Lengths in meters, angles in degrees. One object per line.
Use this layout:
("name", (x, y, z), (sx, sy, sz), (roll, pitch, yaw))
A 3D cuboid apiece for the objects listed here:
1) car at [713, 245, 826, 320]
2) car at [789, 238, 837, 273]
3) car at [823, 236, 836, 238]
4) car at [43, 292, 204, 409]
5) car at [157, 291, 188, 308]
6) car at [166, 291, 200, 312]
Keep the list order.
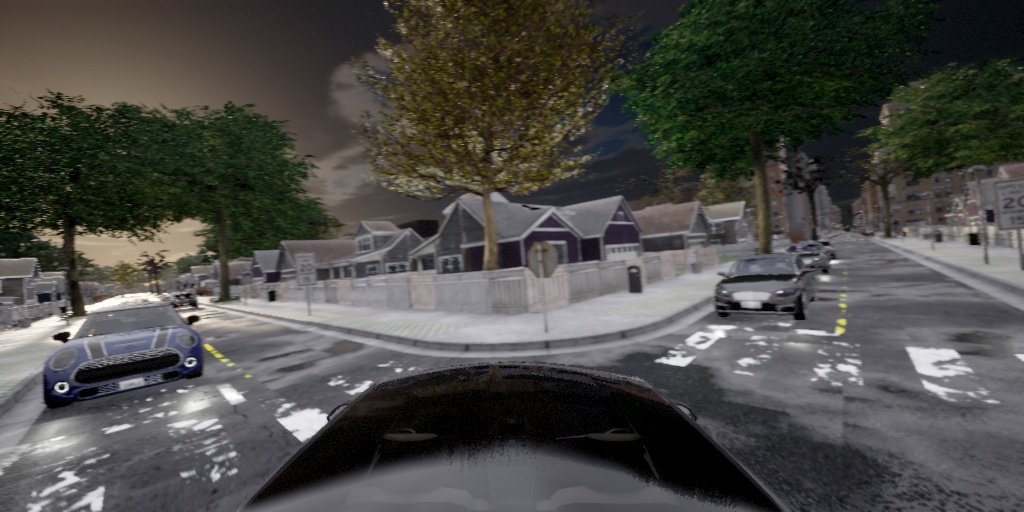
("car", (7.078, 0.710, 9.946), (2.128, 1.511, 4.902), (-6, -1, 43))
("car", (15.483, 0.070, 18.897), (2.128, 1.511, 4.902), (-6, -1, 43))
("car", (23.237, -0.485, 27.145), (1.812, 1.442, 4.674), (-6, -1, 43))
("car", (-8.509, 1.874, 8.108), (2.097, 1.767, 4.553), (-4, -1, -44))
("car", (-37.048, 4.714, 39.120), (4.902, 1.511, 2.128), (-5, -1, 43))
("car", (-29.306, 4.000, 31.866), (4.892, 1.490, 1.837), (-5, -1, 44))
